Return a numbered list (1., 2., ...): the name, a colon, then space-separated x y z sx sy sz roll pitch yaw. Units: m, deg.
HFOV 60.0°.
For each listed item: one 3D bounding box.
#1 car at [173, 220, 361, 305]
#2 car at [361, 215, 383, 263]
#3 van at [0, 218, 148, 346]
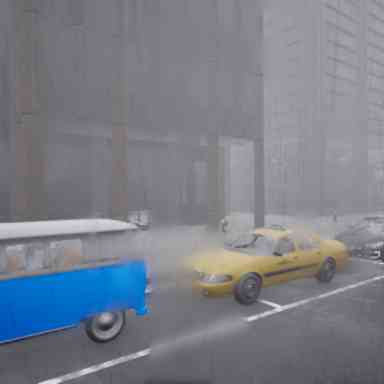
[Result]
1. car: 1.846 1.488 7.964 4.829 1.417 1.752 0 0 -35
2. car: 6.574 1.479 11.333 4.403 1.369 2.008 0 0 -35
3. van: -2.608 1.338 4.792 3.998 1.788 1.690 0 0 -35
